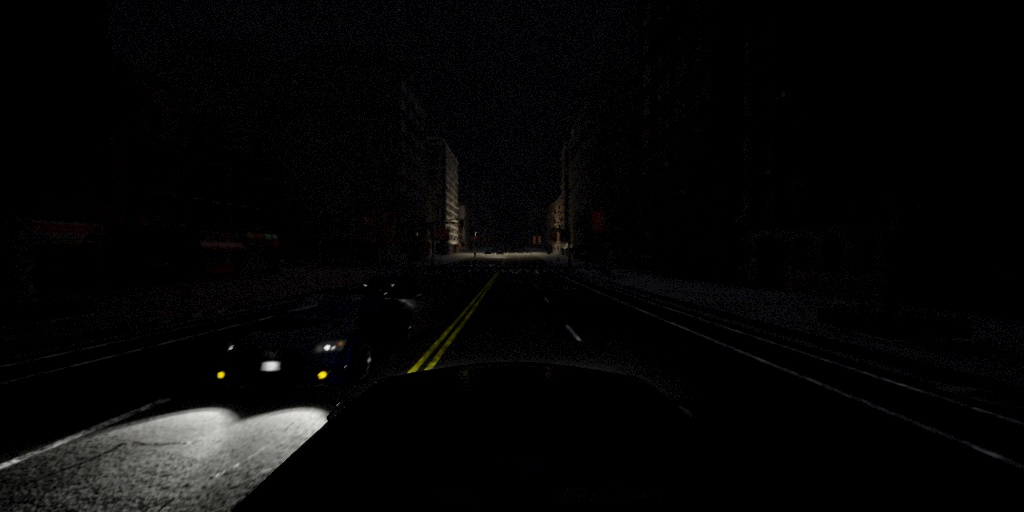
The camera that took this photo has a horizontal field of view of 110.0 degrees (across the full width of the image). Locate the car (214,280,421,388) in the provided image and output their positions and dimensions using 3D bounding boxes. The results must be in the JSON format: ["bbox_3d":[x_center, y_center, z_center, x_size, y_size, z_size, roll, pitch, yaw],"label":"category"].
[{"bbox_3d":[-3.349,1.351,6.972,1.994,1.385,4.181,0,0,0],"label":"car"}]

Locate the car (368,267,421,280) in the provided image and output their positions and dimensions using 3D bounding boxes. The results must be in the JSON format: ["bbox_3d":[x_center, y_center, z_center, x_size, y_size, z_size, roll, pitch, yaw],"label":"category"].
[{"bbox_3d":[-6.599,1.343,20.330,2.033,1.411,5.357,0,0,0],"label":"car"}]
